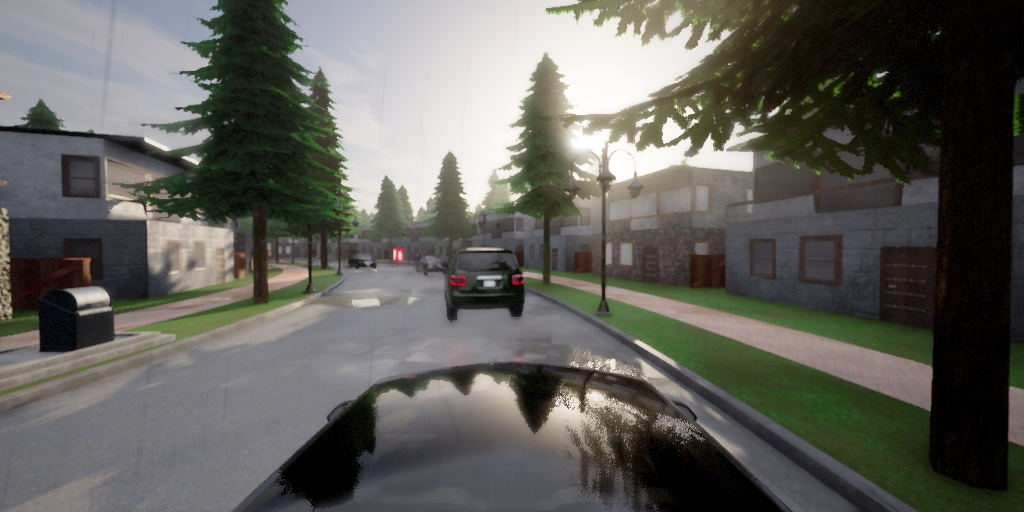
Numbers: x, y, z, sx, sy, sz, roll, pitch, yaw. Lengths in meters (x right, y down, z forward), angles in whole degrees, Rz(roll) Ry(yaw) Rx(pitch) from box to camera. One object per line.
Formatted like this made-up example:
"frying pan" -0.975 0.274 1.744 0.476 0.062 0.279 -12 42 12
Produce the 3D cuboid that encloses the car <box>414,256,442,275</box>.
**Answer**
"car" -6.340 0.709 28.180 2.033 1.411 5.357 -1 1 -25

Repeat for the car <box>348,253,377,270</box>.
"car" -14.703 0.499 35.182 2.128 1.511 4.902 -1 2 -35

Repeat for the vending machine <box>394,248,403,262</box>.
"vending machine" -15.158 -0.079 47.810 1.100 2.100 0.880 0 0 -44

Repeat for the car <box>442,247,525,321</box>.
"car" -1.088 0.746 11.764 2.150 2.045 5.566 0 1 -11
